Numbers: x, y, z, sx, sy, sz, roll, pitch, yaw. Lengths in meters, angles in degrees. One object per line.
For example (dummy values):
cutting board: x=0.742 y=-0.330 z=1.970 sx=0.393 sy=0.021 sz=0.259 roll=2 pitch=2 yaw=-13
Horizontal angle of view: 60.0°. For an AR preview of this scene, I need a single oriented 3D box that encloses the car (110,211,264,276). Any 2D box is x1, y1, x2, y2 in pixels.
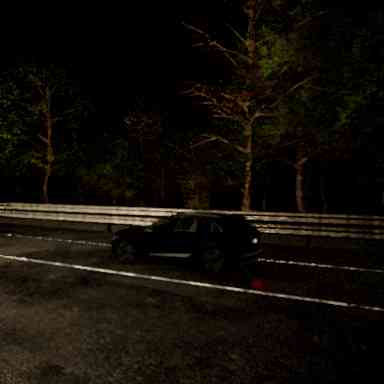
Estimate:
car: x=-0.251 y=1.418 z=10.277 sx=4.856 sy=1.649 sz=2.033 roll=0 pitch=0 yaw=26
